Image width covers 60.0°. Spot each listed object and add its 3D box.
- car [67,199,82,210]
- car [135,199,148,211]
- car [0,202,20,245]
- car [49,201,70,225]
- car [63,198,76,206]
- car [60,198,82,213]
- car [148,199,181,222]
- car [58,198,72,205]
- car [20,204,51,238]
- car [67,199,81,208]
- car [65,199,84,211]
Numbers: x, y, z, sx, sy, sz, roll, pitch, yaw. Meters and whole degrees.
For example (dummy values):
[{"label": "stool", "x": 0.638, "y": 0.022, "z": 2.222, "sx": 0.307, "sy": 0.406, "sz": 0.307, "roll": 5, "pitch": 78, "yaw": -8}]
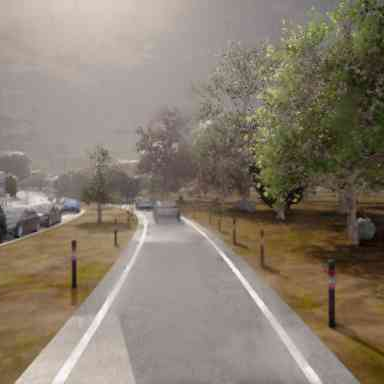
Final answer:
[{"label": "car", "x": -18.039, "y": 1.834, "z": 51.185, "sx": 2.097, "sy": 1.535, "sz": 5.008, "roll": 0, "pitch": -1, "yaw": -20}, {"label": "car", "x": -5.823, "y": 1.494, "z": 40.882, "sx": 1.994, "sy": 1.385, "sz": 4.181, "roll": -1, "pitch": 0, "yaw": -17}, {"label": "car", "x": -9.295, "y": 1.357, "z": 12.979, "sx": 2.435, "sy": 2.045, "sz": 5.566, "roll": 2, "pitch": -1, "yaw": -6}, {"label": "car", "x": -10.774, "y": 1.655, "z": 24.095, "sx": 2.231, "sy": 1.521, "sz": 4.892, "roll": 2, "pitch": -1, "yaw": -8}, {"label": "car", "x": -24.559, "y": 1.930, "z": 66.628, "sx": 2.097, "sy": 1.535, "sz": 5.008, "roll": -2, "pitch": 0, "yaw": -24}, {"label": "car", "x": -14.339, "y": 1.733, "z": 39.734, "sx": 2.097, "sy": 1.535, "sz": 5.008, "roll": -1, "pitch": -1, "yaw": -15}, {"label": "car", "x": -1.999, "y": 1.387, "z": 25.005, "sx": 2.128, "sy": 1.511, "sz": 4.902, "roll": 0, "pitch": 0, "yaw": -9}, {"label": "car", "x": -27.501, "y": 2.037, "z": 72.021, "sx": 2.002, "sy": 1.452, "sz": 4.674, "roll": 1, "pitch": -1, "yaw": -30}, {"label": "car", "x": -9.943, "y": 1.631, "z": 18.566, "sx": 2.231, "sy": 1.521, "sz": 4.892, "roll": 2, "pitch": -1, "yaw": -8}, {"label": "car", "x": -20.284, "y": 1.915, "z": 57.000, "sx": 2.002, "sy": 1.452, "sz": 4.674, "roll": 0, "pitch": 0, "yaw": -22}, {"label": "car", "x": -16.155, "y": 1.778, "z": 45.795, "sx": 2.231, "sy": 1.521, "sz": 4.892, "roll": 0, "pitch": -1, "yaw": -17}]
